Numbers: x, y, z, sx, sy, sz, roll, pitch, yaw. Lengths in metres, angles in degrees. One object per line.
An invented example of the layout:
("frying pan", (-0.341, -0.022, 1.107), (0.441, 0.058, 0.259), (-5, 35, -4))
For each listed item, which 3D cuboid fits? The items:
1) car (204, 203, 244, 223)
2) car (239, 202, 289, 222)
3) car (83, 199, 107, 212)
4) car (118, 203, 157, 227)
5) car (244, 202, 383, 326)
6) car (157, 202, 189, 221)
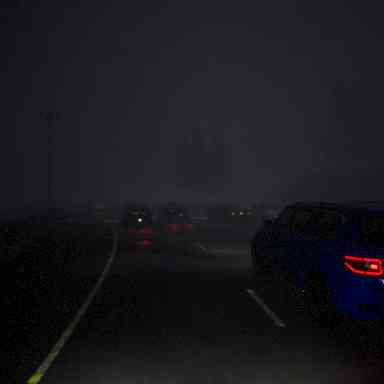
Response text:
("car", (2.654, 1.545, 25.655), (2.033, 1.411, 5.357), (0, 0, -18))
("car", (5.765, 1.587, 27.204), (1.895, 1.301, 4.718), (0, 0, -18))
("car", (-11.840, 1.581, 40.303), (1.812, 1.442, 4.674), (0, 0, -31))
("car", (-4.031, 1.526, 23.402), (1.837, 1.490, 4.892), (0, 0, -18))
("car", (2.986, 1.212, 7.264), (2.150, 2.045, 5.566), (0, 0, -6))
("car", (-1.599, 1.539, 27.138), (1.812, 1.442, 4.674), (0, 0, -19))
